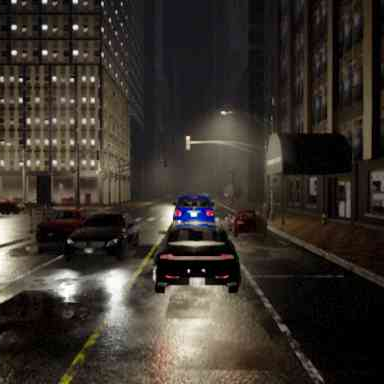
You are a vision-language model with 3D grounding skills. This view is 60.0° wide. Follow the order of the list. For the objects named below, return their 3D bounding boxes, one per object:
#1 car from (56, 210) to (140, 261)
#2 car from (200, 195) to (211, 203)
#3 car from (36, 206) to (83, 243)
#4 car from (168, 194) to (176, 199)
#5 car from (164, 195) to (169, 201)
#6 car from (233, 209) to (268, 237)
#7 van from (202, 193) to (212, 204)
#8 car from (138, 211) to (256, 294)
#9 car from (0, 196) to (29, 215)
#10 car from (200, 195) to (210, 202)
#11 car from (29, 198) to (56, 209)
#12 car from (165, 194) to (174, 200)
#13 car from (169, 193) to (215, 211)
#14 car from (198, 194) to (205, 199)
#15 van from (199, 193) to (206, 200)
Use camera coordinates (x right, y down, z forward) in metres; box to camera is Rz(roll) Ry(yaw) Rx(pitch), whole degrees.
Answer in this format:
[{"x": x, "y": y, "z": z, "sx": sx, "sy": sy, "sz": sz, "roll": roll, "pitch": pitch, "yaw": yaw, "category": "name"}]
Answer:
[{"x": -3.054, "y": 1.492, "z": 12.241, "sx": 1.812, "sy": 1.442, "sz": 4.674, "roll": 0, "pitch": 0, "yaw": 0, "category": "car"}, {"x": 2.704, "y": 1.364, "z": 66.599, "sx": 2.008, "sy": 1.369, "sz": 4.403, "roll": 0, "pitch": 0, "yaw": 0, "category": "car"}, {"x": -5.820, "y": 1.501, "z": 15.935, "sx": 1.887, "sy": 1.381, "sz": 4.507, "roll": 0, "pitch": 0, "yaw": 0, "category": "car"}, {"x": -5.668, "y": 1.288, "z": 95.086, "sx": 1.947, "sy": 1.339, "sz": 4.313, "roll": 0, "pitch": 0, "yaw": 0, "category": "car"}, {"x": -5.673, "y": 1.322, "z": 77.995, "sx": 1.887, "sy": 1.381, "sz": 4.507, "roll": 0, "pitch": 0, "yaw": 0, "category": "car"}, {"x": 2.819, "y": 1.535, "z": 17.310, "sx": 1.802, "sy": 1.307, "sz": 4.206, "roll": 0, "pitch": 0, "yaw": 0, "category": "car"}, {"x": 2.701, "y": 1.171, "z": 60.902, "sx": 1.690, "sy": 1.788, "sz": 3.998, "roll": 0, "pitch": 0, "yaw": 0, "category": "van"}, {"x": 0.102, "y": 1.468, "z": 8.705, "sx": 2.128, "sy": 1.511, "sz": 4.902, "roll": 0, "pitch": 0, "yaw": 0, "category": "car"}, {"x": -18.600, "y": 1.227, "z": 31.278, "sx": 5.009, "sy": 1.841, "sz": 2.192, "roll": 0, "pitch": 0, "yaw": 1, "category": "car"}, {"x": 2.706, "y": 1.347, "z": 72.296, "sx": 2.008, "sy": 1.369, "sz": 4.403, "roll": 0, "pitch": 0, "yaw": 0, "category": "car"}, {"x": -18.511, "y": 1.396, "z": 39.660, "sx": 4.403, "sy": 1.369, "sz": 2.008, "roll": 0, "pitch": 0, "yaw": 1, "category": "car"}, {"x": -5.671, "y": 1.325, "z": 83.692, "sx": 1.947, "sy": 1.339, "sz": 4.313, "roll": 0, "pitch": 0, "yaw": 0, "category": "car"}, {"x": 0.095, "y": 1.171, "z": 18.627, "sx": 2.150, "sy": 2.045, "sz": 5.566, "roll": 0, "pitch": 0, "yaw": 0, "category": "car"}, {"x": 2.712, "y": 1.304, "z": 95.083, "sx": 1.802, "sy": 1.307, "sz": 4.206, "roll": 0, "pitch": 0, "yaw": 0, "category": "car"}, {"x": 2.710, "y": 1.082, "z": 89.385, "sx": 1.690, "sy": 1.788, "sz": 3.998, "roll": 0, "pitch": 0, "yaw": 0, "category": "van"}]
